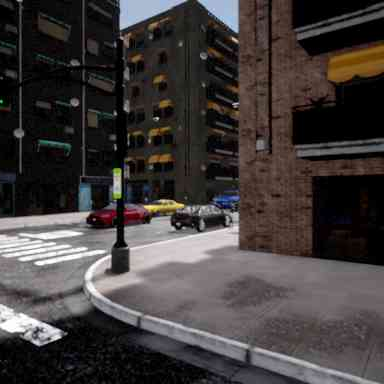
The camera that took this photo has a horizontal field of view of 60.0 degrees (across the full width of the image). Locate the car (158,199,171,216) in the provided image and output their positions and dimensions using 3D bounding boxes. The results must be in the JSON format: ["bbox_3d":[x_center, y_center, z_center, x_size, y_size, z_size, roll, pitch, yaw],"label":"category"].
[{"bbox_3d":[-2.534,1.260,27.388,1.752,1.417,4.829,1,1,36],"label":"car"}]

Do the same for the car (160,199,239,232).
[{"bbox_3d":[0.608,1.337,18.324,2.008,1.369,4.403,1,1,36],"label":"car"}]

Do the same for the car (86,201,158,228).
[{"bbox_3d":[-4.419,1.375,20.638,1.994,1.385,4.181,0,1,36],"label":"car"}]

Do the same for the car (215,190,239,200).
[{"bbox_3d":[4.051,0.851,32.244,2.150,2.045,5.566,0,1,36],"label":"car"}]
